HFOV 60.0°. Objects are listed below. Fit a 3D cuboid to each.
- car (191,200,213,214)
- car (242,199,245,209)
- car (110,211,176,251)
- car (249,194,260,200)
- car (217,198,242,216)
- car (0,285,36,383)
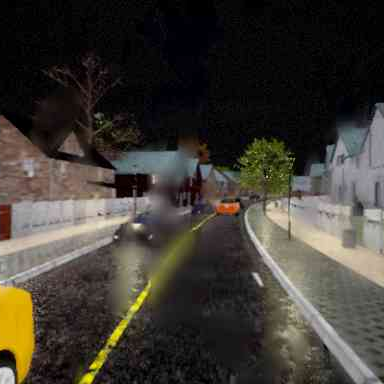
[{"bbox_3d":[1.208,1.622,36.301,2.033,1.411,5.357,1,0,11],"label":"car"},{"bbox_3d":[6.560,1.575,47.642,1.812,1.442,4.674,1,0,14],"label":"car"},{"bbox_3d":[-1.889,1.578,14.726,2.033,1.411,5.357,1,0,6],"label":"car"},{"bbox_3d":[16.348,1.263,86.364,2.033,1.411,5.357,1,1,23],"label":"car"},{"bbox_3d":[3.805,1.455,34.464,2.097,1.767,4.553,1,0,11],"label":"car"},{"bbox_3d":[-2.790,1.456,1.647,1.882,1.535,5.008,1,0,4],"label":"car"}]
